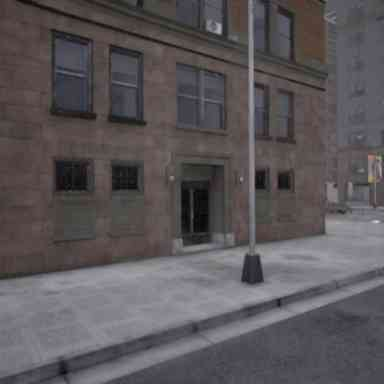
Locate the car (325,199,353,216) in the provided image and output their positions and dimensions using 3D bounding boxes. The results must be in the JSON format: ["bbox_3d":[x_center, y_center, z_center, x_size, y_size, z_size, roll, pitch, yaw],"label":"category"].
[{"bbox_3d":[11.822,1.370,30.579,2.033,1.411,5.357,-1,0,-35],"label":"car"}]
